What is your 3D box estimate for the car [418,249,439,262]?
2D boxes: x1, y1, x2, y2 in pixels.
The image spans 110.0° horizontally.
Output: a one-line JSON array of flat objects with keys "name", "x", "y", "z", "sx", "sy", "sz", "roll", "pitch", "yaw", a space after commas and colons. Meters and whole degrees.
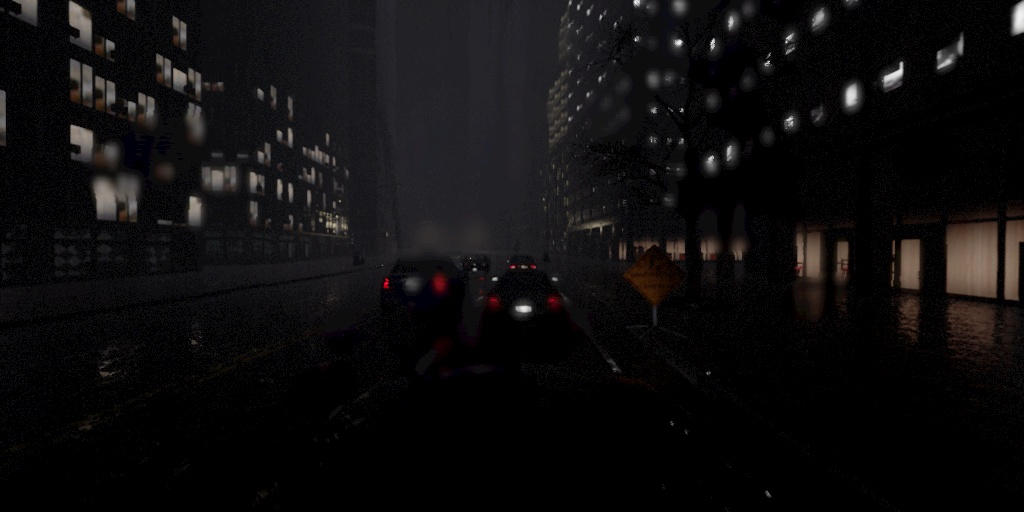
[{"name": "car", "x": -10.177, "y": -0.092, "z": 44.106, "sx": 1.837, "sy": 1.490, "sz": 4.892, "roll": 0, "pitch": 2, "yaw": -5}]

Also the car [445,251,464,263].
[{"name": "car", "x": -6.779, "y": 0.064, "z": 42.614, "sx": 1.895, "sy": 1.301, "sz": 4.718, "roll": 0, "pitch": 2, "yaw": -5}]

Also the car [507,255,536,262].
[{"name": "car", "x": 0.660, "y": 0.619, "z": 23.715, "sx": 2.033, "sy": 1.411, "sz": 5.357, "roll": 0, "pitch": 2, "yaw": 0}]

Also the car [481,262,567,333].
[{"name": "car", "x": 0.357, "y": 1.060, "z": 9.828, "sx": 1.994, "sy": 1.385, "sz": 4.181, "roll": 0, "pitch": 2, "yaw": 3}]

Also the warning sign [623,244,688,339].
[{"name": "warning sign", "x": 3.008, "y": 0.685, "z": 7.560, "sx": 1.300, "sy": 1.860, "sz": 1.060, "roll": 0, "pitch": 0, "yaw": 2}]

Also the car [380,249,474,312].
[{"name": "car", "x": -2.793, "y": 0.764, "z": 12.486, "sx": 2.097, "sy": 1.767, "sz": 4.553, "roll": 0, "pitch": 2, "yaw": 2}]

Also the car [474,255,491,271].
[{"name": "car", "x": -2.605, "y": 0.563, "z": 27.027, "sx": 1.895, "sy": 1.301, "sz": 4.718, "roll": 0, "pitch": 2, "yaw": -1}]
